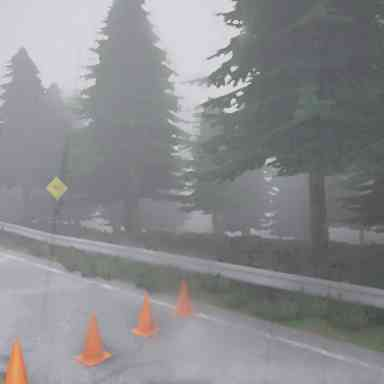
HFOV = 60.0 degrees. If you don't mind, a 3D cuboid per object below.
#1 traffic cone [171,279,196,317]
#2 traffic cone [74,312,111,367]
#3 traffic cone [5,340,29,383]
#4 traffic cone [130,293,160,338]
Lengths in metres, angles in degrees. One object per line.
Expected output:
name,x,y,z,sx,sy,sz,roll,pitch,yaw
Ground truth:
traffic cone,-0.149,1.868,5.978,0.340,0.580,0.340,2,1,35
traffic cone,-1.287,1.867,4.340,0.340,0.580,0.340,2,1,35
traffic cone,-1.857,1.866,3.522,0.340,0.580,0.340,2,1,35
traffic cone,-0.717,1.868,5.158,0.340,0.580,0.340,2,1,35
